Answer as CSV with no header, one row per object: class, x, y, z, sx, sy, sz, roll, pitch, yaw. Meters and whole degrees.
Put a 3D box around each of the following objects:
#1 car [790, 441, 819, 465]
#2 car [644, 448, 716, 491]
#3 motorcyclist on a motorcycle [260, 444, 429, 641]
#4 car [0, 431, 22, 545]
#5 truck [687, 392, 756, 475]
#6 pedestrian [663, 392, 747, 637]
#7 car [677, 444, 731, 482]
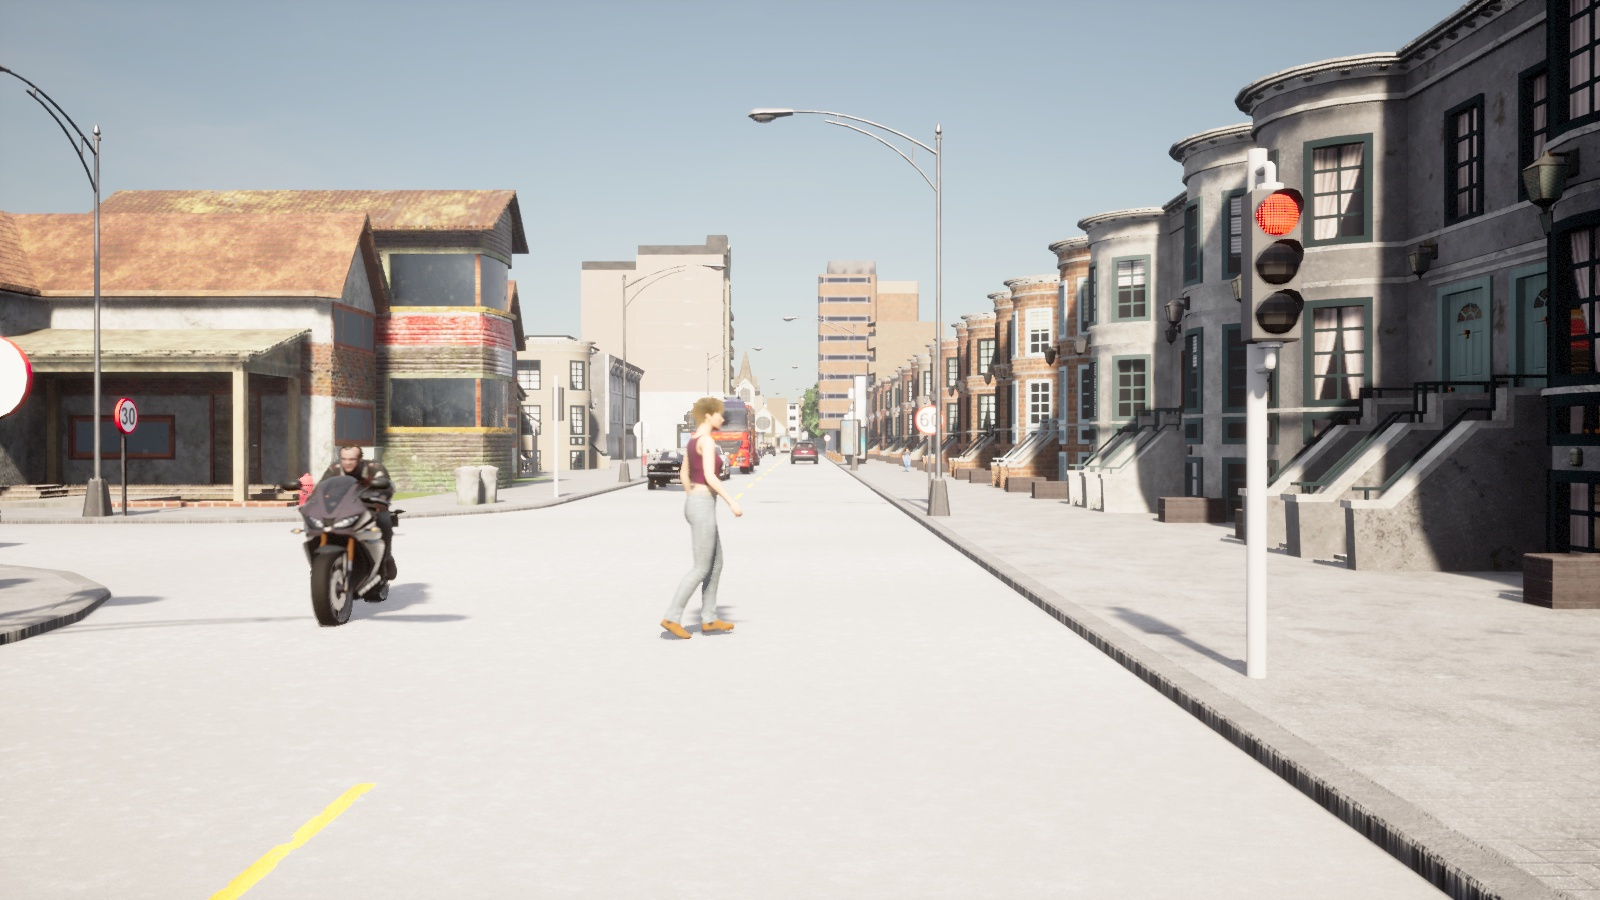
car,0.322,0.172,89.297,2.033,1.649,4.856,0,0,0
car,-3.852,0.612,41.032,1.895,1.301,4.718,0,0,0
motorcyclist on a motorcycle,-3.904,0.716,10.970,0.866,1.530,2.191,-1,0,-6
car,-13.288,0.537,17.297,3.988,1.617,1.851,0,0,0
truck,-3.776,-0.773,62.368,2.891,3.827,8.468,0,0,0
pedestrian,-0.731,0.484,9.640,0.594,1.836,0.345,0,0,-15
car,-3.820,0.482,50.824,1.812,1.442,4.674,0,0,0
